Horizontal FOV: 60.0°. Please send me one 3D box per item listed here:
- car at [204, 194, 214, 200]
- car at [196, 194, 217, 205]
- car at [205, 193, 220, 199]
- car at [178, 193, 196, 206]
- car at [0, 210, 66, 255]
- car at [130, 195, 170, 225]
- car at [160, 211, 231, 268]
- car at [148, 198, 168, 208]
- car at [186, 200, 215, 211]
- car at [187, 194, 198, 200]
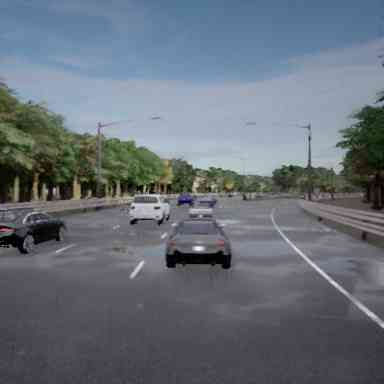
[{"bbox_3d":[4.473,1.323,87.207,1.812,1.442,4.674,0,0,11],"label":"car"},{"bbox_3d":[1.944,1.414,43.647,1.882,1.535,5.008,0,0,5],"label":"car"},{"bbox_3d":[3.404,1.396,57.484,1.837,1.490,4.892,0,0,7],"label":"car"},{"bbox_3d":[-0.804,1.121,51.694,2.150,2.045,5.566,0,0,7],"label":"car"},{"bbox_3d":[-6.678,1.460,13.256,2.128,1.511,4.902,1,0,1],"label":"car"},{"bbox_3d":[-2.909,1.194,23.946,2.150,2.045,5.566,0,0,3],"label":"car"},{"bbox_3d":[0.222,1.563,11.376,1.994,1.385,4.181,0,0,1],"label":"car"},{"bbox_3d":[-4.808,1.500,47.491,1.895,1.301,4.718,0,0,6],"label":"car"},{"bbox_3d":[0.803,1.578,28.071,1.895,1.301,4.718,0,0,3],"label":"car"},{"bbox_3d":[0.249,1.278,83.615,1.882,1.535,5.008,0,0,10],"label":"car"}]
